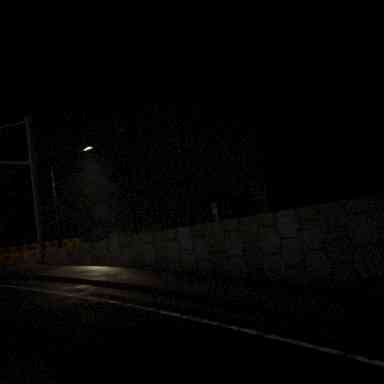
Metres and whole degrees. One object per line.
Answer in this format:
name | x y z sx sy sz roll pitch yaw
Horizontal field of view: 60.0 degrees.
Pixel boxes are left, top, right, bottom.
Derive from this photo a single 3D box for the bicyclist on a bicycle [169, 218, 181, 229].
bicyclist on a bicycle | -1.347 2.914 27.281 1.656 1.620 0.582 -14 -8 35
